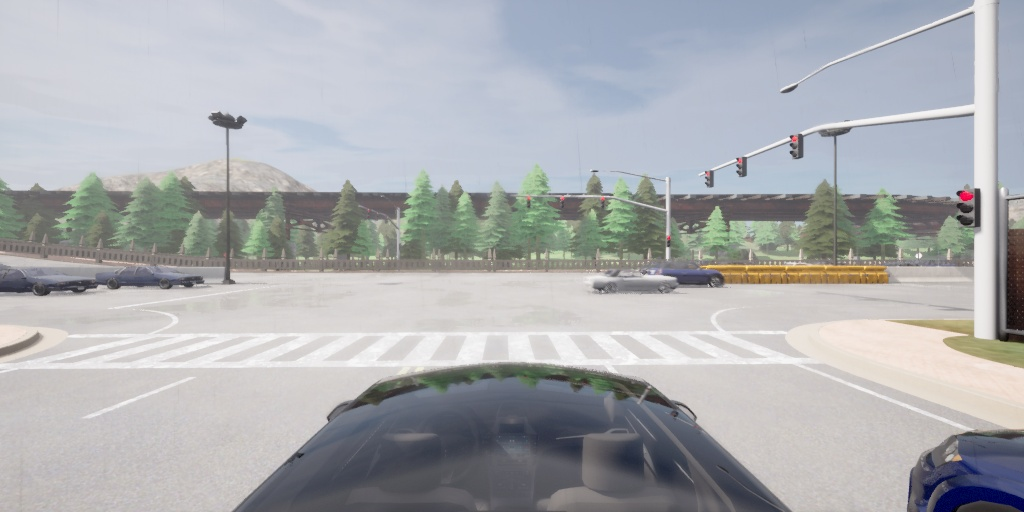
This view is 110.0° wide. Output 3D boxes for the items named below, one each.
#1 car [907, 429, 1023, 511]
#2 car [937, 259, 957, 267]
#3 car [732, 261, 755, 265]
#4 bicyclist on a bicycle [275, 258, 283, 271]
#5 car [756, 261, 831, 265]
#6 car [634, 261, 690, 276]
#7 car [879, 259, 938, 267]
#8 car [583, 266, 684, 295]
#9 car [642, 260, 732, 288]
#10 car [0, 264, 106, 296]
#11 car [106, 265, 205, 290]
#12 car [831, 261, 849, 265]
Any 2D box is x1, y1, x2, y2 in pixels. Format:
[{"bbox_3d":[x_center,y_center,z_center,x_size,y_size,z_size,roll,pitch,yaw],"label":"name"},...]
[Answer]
[{"bbox_3d":[3.600,1.314,0.576,1.994,1.385,4.181,0,0,0],"label":"car"},{"bbox_3d":[39.984,1.102,34.699,4.553,1.767,2.097,0,0,-2],"label":"car"},{"bbox_3d":[20.519,1.255,34.112,4.892,1.490,1.837,0,0,-2],"label":"car"},{"bbox_3d":[-28.452,1.041,43.882,0.582,1.620,1.656,0,0,-2],"label":"bicyclist on a bicycle"},{"bbox_3d":[24.013,1.276,30.701,4.674,1.442,1.812,0,0,-2],"label":"car"},{"bbox_3d":[15.576,1.241,37.460,4.902,1.511,2.128,0,0,-2],"label":"car"},{"bbox_3d":[33.219,1.255,31.001,4.892,1.490,1.837,0,0,-2],"label":"car"},{"bbox_3d":[6.393,1.351,19.467,4.718,1.301,1.895,0,0,-2],"label":"car"},{"bbox_3d":[11.145,1.101,23.116,4.553,1.767,2.097,0,0,-2],"label":"car"},{"bbox_3d":[-24.985,1.288,18.493,5.357,1.411,2.033,0,0,-2],"label":"car"},{"bbox_3d":[-22.284,1.291,22.077,5.357,1.411,2.033,0,0,-2],"label":"car"},{"bbox_3d":[30.016,1.241,34.404,4.902,1.511,2.128,0,0,-2],"label":"car"}]
